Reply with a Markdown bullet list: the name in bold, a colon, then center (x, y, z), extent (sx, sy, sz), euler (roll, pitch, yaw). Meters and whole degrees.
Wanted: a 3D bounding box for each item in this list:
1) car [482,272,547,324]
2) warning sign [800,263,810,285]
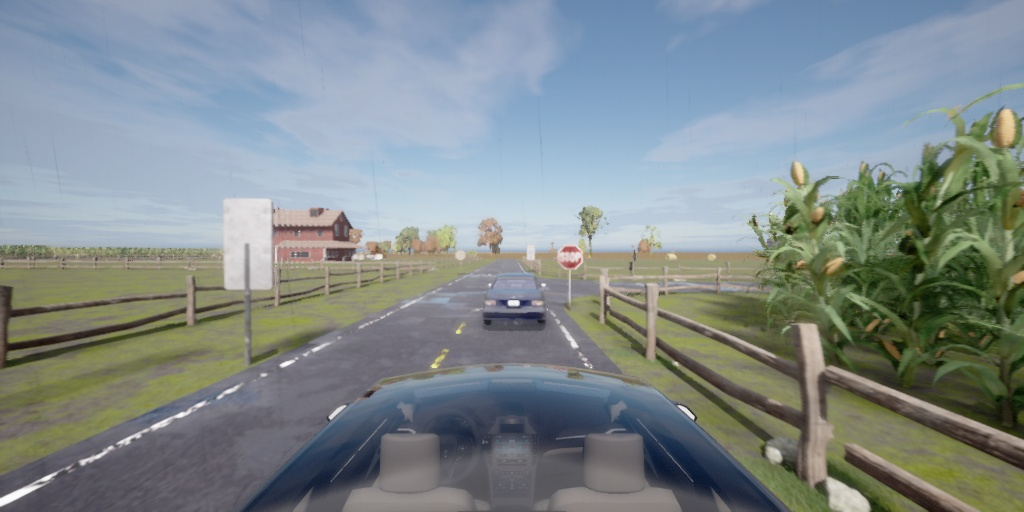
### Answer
- **car**: center (0.150, 1.244, 11.728), extent (2.033, 1.411, 5.357), euler (0, 0, 2)
- **warning sign**: center (15.868, 0.877, 19.247), extent (1.060, 1.860, 1.300), euler (0, 0, 0)
